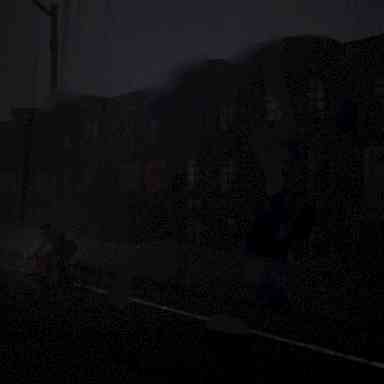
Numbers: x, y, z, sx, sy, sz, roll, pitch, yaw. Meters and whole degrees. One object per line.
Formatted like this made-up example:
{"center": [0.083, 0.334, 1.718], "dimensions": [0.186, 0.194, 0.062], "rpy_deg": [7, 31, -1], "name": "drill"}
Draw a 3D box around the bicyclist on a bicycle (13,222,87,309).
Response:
{"center": [-2.839, 1.435, 6.811], "dimensions": [0.582, 1.620, 1.656], "rpy_deg": [0, 1, 36], "name": "bicyclist on a bicycle"}
